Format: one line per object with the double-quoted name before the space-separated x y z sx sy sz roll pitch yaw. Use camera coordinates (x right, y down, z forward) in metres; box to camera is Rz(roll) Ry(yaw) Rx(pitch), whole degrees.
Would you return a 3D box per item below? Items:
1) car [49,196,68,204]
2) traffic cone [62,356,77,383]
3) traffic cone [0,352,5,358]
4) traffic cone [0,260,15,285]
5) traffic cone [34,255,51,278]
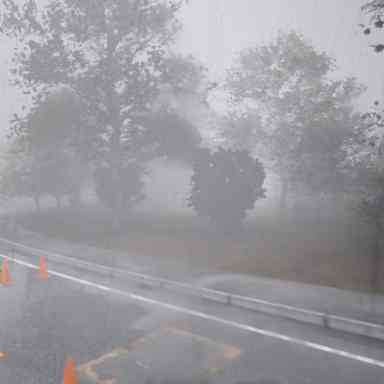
"car" -27.013 1.676 67.815 1.837 1.490 4.892 0 1 13
"traffic cone" -1.278 2.018 3.464 0.340 0.580 0.340 0 -1 37
"traffic cone" -2.873 2.027 4.671 0.340 0.580 0.340 0 -1 37
"traffic cone" -4.856 2.085 8.678 0.340 0.580 0.340 0 -1 37
"traffic cone" -4.253 2.105 9.476 0.340 0.580 0.340 0 -1 37
